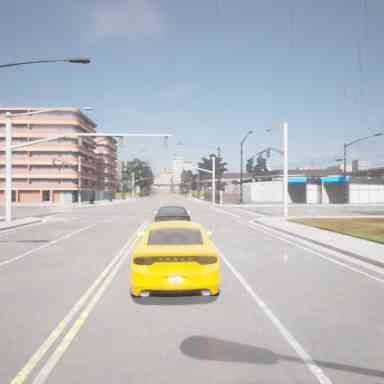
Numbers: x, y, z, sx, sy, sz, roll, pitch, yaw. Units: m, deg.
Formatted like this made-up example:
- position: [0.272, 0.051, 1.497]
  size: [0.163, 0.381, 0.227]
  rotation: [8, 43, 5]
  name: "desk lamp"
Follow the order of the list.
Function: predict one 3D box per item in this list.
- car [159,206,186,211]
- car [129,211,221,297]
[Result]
- position: [-1.076, 1.478, 18.190]
  size: [1.882, 1.535, 5.008]
  rotation: [0, 0, -4]
  name: "car"
- position: [-0.441, 1.478, 8.630]
  size: [1.882, 1.535, 5.008]
  rotation: [0, 0, -3]
  name: "car"
